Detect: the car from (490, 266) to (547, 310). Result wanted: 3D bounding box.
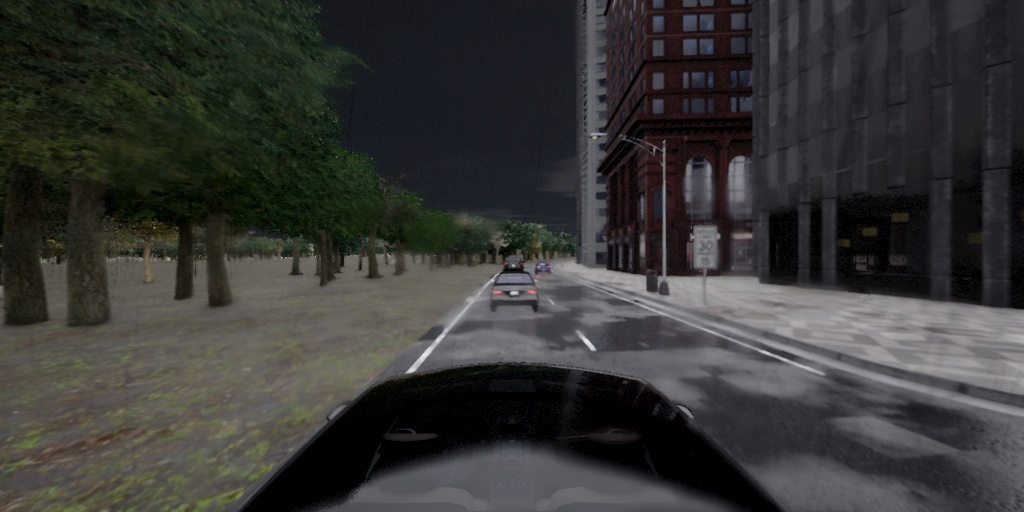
[{"bbox_3d":[0.104,1.313,14.656,2.033,1.411,5.357,0,0,0],"label":"car"}]

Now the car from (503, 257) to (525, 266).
[{"bbox_3d":[0.197,1.089,38.119,2.150,2.045,5.566,0,0,1],"label":"car"}]

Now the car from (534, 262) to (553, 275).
[{"bbox_3d":[3.699,1.425,42.706,1.812,1.442,4.674,0,0,3],"label":"car"}]
